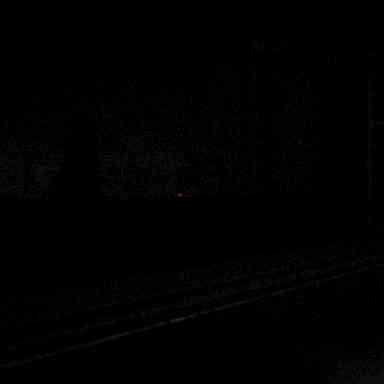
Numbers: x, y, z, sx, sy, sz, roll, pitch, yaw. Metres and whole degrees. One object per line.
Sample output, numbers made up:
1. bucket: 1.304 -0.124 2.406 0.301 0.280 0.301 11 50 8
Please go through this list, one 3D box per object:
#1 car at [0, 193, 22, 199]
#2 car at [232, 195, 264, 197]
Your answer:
1. car: -29.283 1.260 53.555 5.566 2.045 2.150 0 0 -38
2. car: 5.609 1.299 28.845 2.150 2.045 5.566 0 0 -37
